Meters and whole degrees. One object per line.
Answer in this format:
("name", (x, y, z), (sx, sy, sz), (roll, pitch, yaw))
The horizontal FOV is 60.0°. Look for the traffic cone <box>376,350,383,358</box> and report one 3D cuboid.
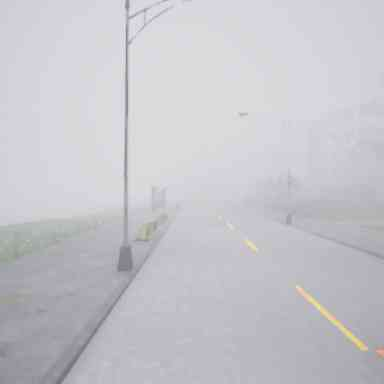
("traffic cone", (2.791, 1.981, 4.573), (0.340, 0.580, 0.340), (0, 0, 0))
